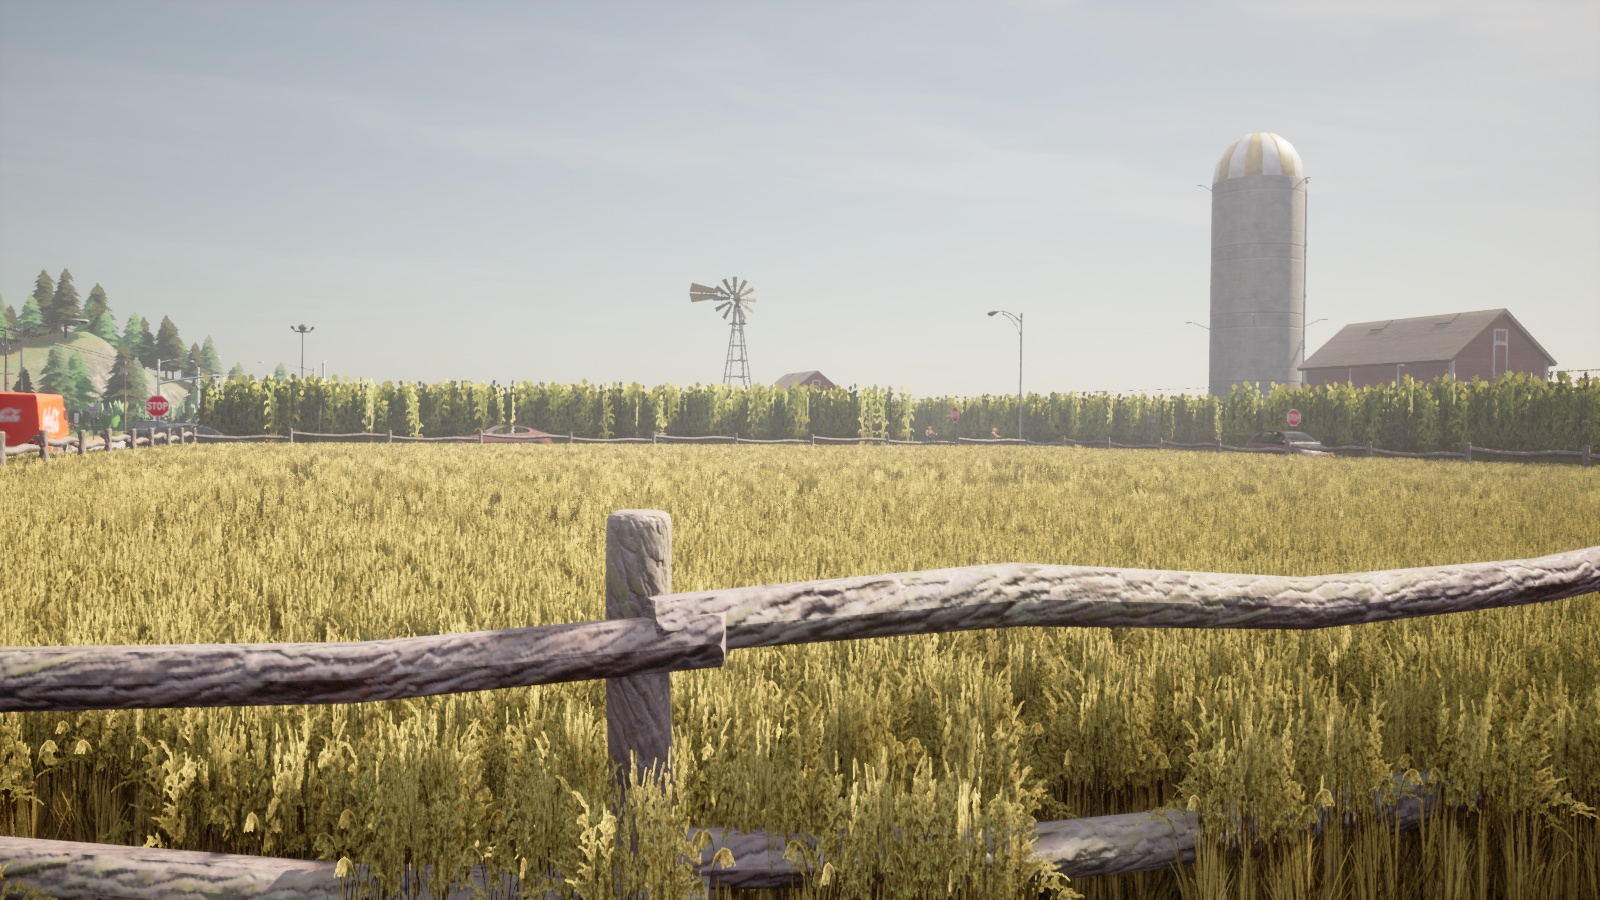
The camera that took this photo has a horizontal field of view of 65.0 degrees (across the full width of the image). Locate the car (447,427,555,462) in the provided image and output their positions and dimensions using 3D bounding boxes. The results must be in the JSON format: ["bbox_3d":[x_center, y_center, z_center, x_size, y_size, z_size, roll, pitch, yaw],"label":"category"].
[{"bbox_3d":[-15.006,-0.287,62.989,5.027,1.651,2.152,-1,1,-19],"label":"car"}]

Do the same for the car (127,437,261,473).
[{"bbox_3d":[-26.444,0.195,54.904,1.837,1.490,4.892,-1,0,44],"label":"car"}]

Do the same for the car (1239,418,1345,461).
[{"bbox_3d":[19.755,-0.452,50.576,1.851,1.617,3.988,-1,1,-19],"label":"car"}]

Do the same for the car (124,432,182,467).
[{"bbox_3d":[-34.752,-0.067,67.534,2.097,1.767,4.553,-1,1,-19],"label":"car"}]

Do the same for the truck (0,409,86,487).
[{"bbox_3d":[-25.930,-0.090,41.883,2.627,2.467,5.204,-1,1,-18],"label":"truck"}]
